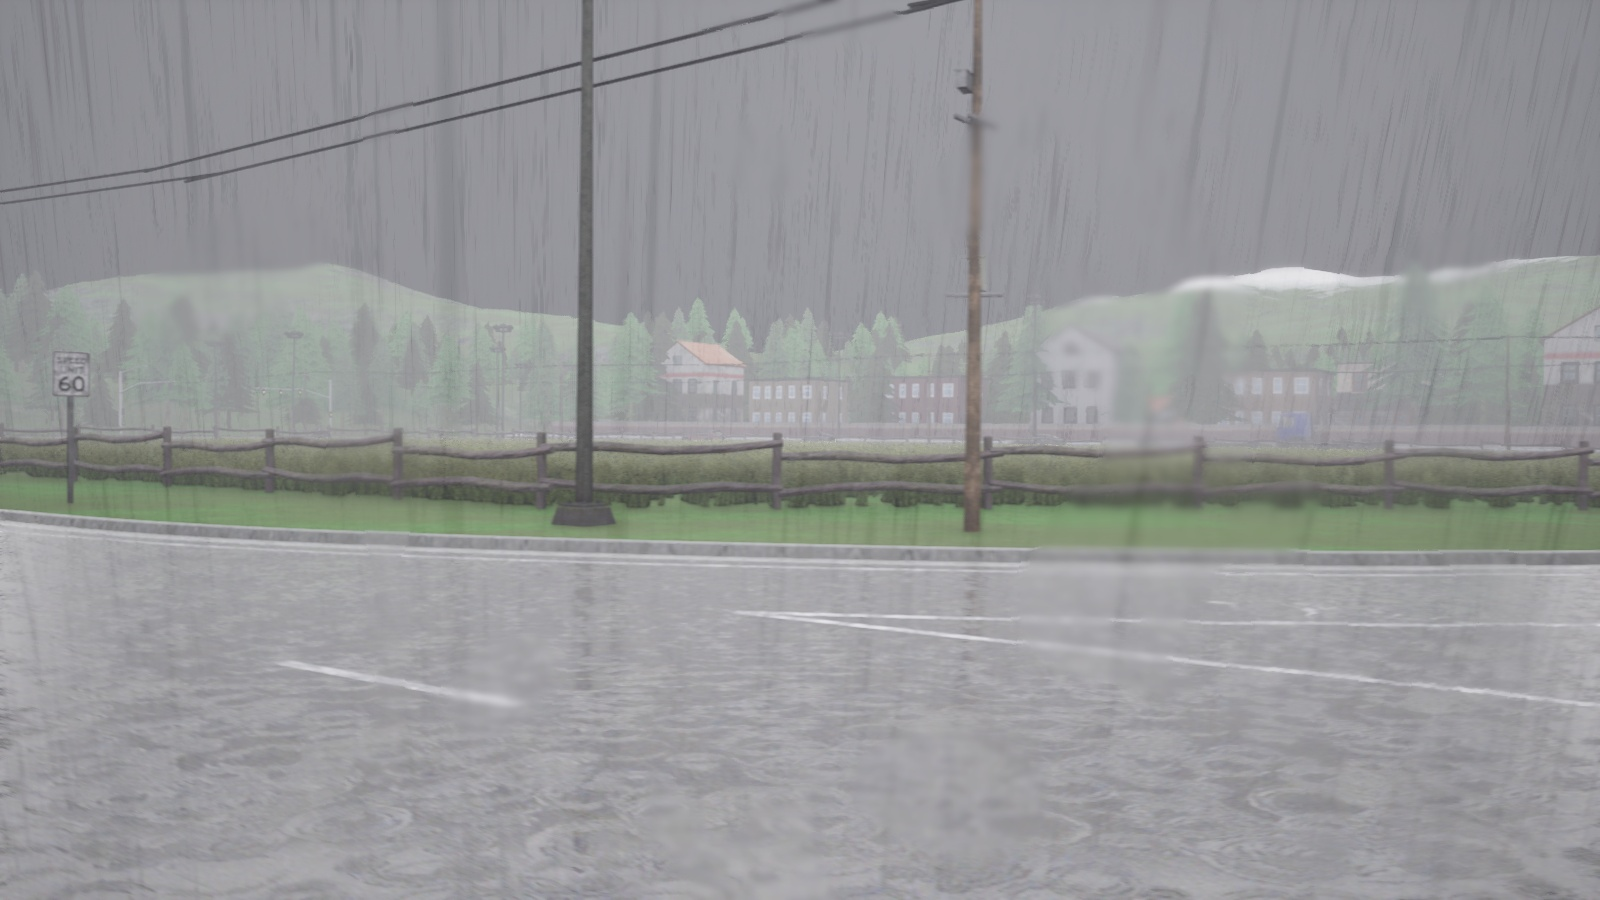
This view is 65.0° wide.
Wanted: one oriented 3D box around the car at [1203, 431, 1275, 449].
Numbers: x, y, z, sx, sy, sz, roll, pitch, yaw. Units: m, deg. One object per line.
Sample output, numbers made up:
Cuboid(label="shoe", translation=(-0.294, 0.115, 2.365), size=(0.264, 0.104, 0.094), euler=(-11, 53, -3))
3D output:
Cuboid(label="car", translation=(32.682, -0.762, 93.532), size=(4.718, 1.301, 1.895), euler=(0, 1, 34))
